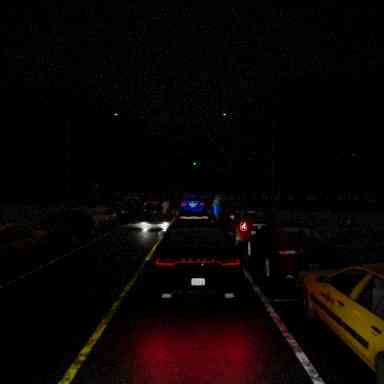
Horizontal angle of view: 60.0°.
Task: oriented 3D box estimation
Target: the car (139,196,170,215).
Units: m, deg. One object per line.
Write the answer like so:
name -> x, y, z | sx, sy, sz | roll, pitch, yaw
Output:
car -> -3.006, 1.013, 28.898 | 2.097, 1.767, 4.553 | 0, 0, 0

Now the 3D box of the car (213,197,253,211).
car -> 2.756, 1.317, 20.611 | 2.192, 1.841, 5.009 | 0, 0, 0

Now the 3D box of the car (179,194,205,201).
car -> 0.011, 1.228, 29.880 | 2.150, 2.045, 5.566 | 0, 0, -1

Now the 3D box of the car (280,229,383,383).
car -> 2.759, 1.525, 4.467 | 1.752, 1.417, 4.829 | 0, 0, 0

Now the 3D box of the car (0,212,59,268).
car -> -5.767, 1.526, 9.564 | 1.752, 1.417, 4.829 | 0, 0, 0

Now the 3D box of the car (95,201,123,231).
car -> -5.769, 1.527, 20.439 | 1.752, 1.417, 4.829 | 0, 0, 0

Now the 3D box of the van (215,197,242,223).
van -> 2.755, 1.344, 26.048 | 1.690, 1.788, 3.998 | 0, 0, 0

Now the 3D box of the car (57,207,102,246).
car -> -5.768, 1.567, 15.171 | 1.947, 1.339, 4.313 | 0, 0, 0

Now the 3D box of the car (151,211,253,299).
car -> 0.093, 1.478, 8.514 | 1.882, 1.535, 5.008 | 0, 0, 0

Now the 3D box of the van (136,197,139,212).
van -> -5.771, 1.346, 31.484 | 1.690, 1.788, 3.998 | 0, 0, 0

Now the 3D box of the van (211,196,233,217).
van -> 2.754, 1.346, 31.486 | 1.690, 1.788, 3.998 | 0, 0, 0

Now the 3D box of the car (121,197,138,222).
car -> -5.770, 1.443, 26.046 | 1.967, 1.590, 4.097 | 0, 0, 0

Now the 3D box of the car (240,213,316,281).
car -> 2.758, 1.545, 9.735 | 1.887, 1.381, 4.507 | 0, 0, 0

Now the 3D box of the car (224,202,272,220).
car -> 2.757, 1.441, 15.173 | 1.967, 1.590, 4.097 | 0, 0, 0

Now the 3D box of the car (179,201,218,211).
car -> 0.093, 1.493, 18.993 | 2.128, 1.511, 4.902 | 0, 0, 0
